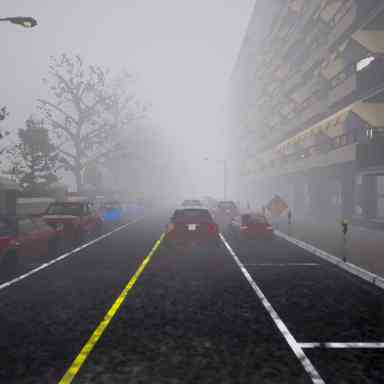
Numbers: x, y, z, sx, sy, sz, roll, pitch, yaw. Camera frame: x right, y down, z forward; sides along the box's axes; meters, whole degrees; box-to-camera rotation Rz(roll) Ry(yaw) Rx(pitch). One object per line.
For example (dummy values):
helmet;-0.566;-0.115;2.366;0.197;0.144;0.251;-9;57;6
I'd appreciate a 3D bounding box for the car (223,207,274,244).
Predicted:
car;2.690;1.599;15.580;1.802;1.307;4.206;0;0;0

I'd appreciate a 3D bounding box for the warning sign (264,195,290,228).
warning sign;5.068;1.138;19.905;1.300;1.860;1.060;0;0;0

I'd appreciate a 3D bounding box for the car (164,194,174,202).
car;-5.691;1.465;83.147;2.192;1.841;5.009;0;0;0

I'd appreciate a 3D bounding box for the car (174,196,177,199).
car;-3.000;1.593;76.013;1.837;1.490;4.892;0;0;0

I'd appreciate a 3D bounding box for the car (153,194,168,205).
car;-5.690;1.395;54.993;2.192;1.841;5.009;0;0;0

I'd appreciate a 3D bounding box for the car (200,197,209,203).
car;2.689;1.702;71.884;1.802;1.307;4.206;0;0;0

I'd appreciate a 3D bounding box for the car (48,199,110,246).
car;-5.691;1.332;15.581;2.192;1.841;5.009;0;0;0

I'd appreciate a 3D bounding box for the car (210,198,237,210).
car;2.690;1.473;26.842;1.967;1.590;4.097;0;0;0

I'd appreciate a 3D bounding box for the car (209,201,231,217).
car;2.690;1.623;32.472;1.802;1.307;4.206;0;0;0

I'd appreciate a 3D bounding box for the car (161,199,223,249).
car;-0.001;1.383;14.621;2.097;1.767;4.553;0;0;0

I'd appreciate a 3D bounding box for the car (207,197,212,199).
car;2.689;1.625;43.733;1.947;1.339;4.313;0;0;0

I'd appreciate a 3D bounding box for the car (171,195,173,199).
car;-5.691;1.702;71.883;1.802;1.307;4.206;0;0;0

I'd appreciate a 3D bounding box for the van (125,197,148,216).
van;-5.691;1.383;32.472;1.690;1.788;3.998;0;0;0

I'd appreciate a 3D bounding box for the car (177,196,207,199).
car;0.000;1.404;29.621;2.097;1.767;4.553;0;0;0

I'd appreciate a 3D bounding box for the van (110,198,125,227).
van;-5.690;1.366;21.211;1.690;1.788;3.998;0;0;0

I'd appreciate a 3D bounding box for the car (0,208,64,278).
car;-5.689;1.449;9.949;1.967;1.590;4.097;0;0;0

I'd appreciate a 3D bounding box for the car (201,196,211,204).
car;2.690;1.632;66.423;1.752;1.417;4.829;0;0;0

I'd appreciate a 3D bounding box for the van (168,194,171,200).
van;-5.691;1.447;66.253;1.690;1.788;3.998;0;0;0

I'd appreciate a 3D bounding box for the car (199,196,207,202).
car;2.689;1.716;83.146;1.947;1.339;4.313;0;0;0

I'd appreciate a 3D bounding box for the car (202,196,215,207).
car;2.689;1.520;54.993;1.967;1.590;4.097;0;0;0

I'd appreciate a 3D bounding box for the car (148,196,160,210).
car;-5.691;1.625;43.733;1.947;1.339;4.313;0;0;0
